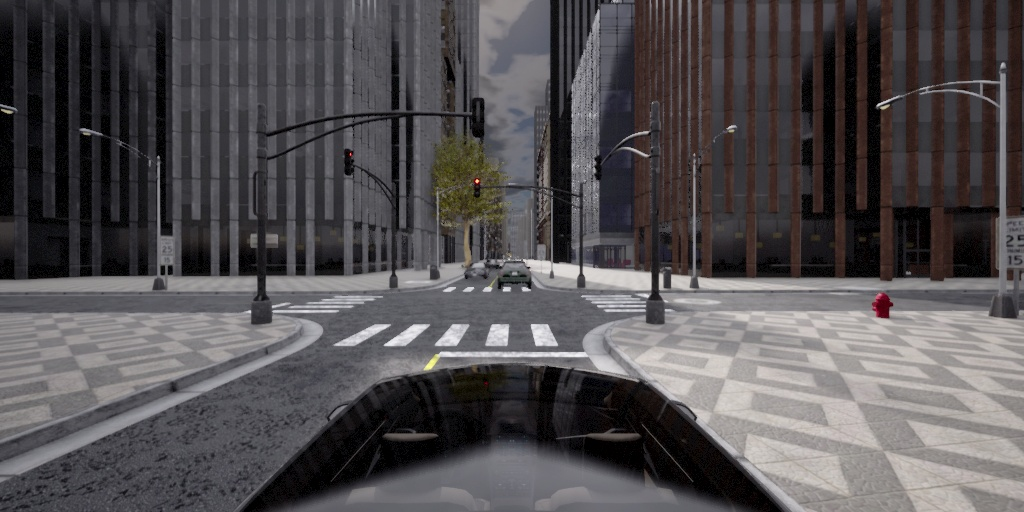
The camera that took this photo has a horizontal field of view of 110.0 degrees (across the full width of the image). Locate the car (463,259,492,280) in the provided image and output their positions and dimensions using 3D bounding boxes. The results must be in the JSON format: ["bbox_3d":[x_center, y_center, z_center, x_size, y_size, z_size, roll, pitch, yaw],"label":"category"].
[{"bbox_3d":[-3.001,1.271,31.148,1.812,1.442,4.674,0,0,0],"label":"car"}]

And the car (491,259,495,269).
[{"bbox_3d":[-2.915,1.219,51.558,1.882,1.535,5.008,0,0,0],"label":"car"}]

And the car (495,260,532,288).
[{"bbox_3d":[0.171,1.098,23.836,2.097,1.767,4.553,0,0,0],"label":"car"}]
